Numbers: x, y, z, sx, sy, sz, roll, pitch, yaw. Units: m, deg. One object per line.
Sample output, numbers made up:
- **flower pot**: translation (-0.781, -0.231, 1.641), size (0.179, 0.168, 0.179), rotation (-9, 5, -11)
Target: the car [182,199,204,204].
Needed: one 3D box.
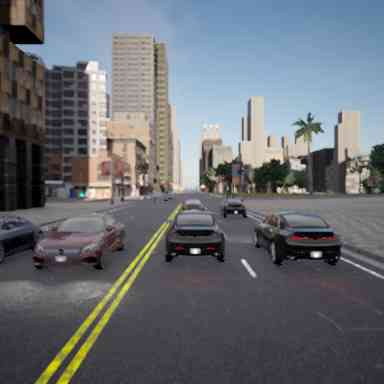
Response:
- **car**: translation (0.088, 1.289, 28.449), size (1.812, 1.442, 4.674), rotation (0, 0, 0)

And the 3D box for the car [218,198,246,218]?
- **car**: translation (3.327, 1.275, 27.650), size (1.837, 1.490, 4.892), rotation (0, 0, 0)

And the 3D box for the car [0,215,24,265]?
- **car**: translation (-6.610, 1.471, 10.958), size (1.994, 1.385, 4.181), rotation (0, 0, 0)

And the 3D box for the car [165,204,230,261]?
- **car**: translation (0.089, 1.405, 11.842), size (1.837, 1.490, 4.892), rotation (0, 0, 0)

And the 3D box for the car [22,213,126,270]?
- **car**: translation (-3.361, 1.434, 10.832), size (1.812, 1.442, 4.674), rotation (0, 0, 0)

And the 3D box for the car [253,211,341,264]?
- **car**: translation (3.339, 1.410, 11.357), size (1.837, 1.490, 4.892), rotation (0, 0, 0)
